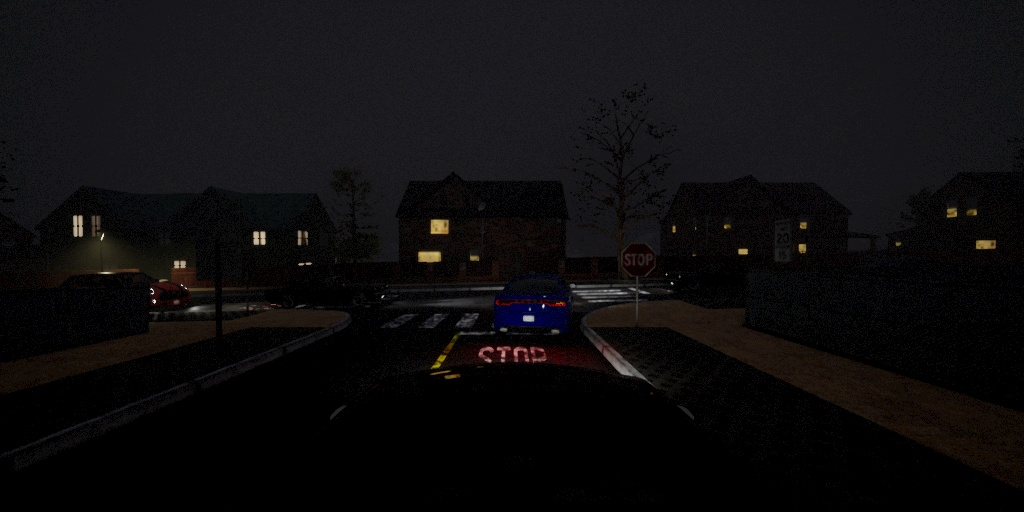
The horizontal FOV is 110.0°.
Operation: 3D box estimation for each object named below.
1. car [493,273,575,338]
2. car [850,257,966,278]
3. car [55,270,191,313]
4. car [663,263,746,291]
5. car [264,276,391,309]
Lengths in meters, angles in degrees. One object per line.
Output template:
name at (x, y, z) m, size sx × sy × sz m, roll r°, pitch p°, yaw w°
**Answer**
car at (0.787, 1.226, 10.331) m, size 1.882 × 1.535 × 5.008 m, roll 0°, pitch 0°, yaw 10°
car at (20.057, 0.754, 18.501) m, size 5.357 × 1.411 × 2.033 m, roll -1°, pitch 1°, yaw 0°
car at (-16.798, 1.471, 15.533) m, size 4.553 × 1.767 × 2.097 m, roll -1°, pitch 1°, yaw 0°
car at (10.412, 1.034, 18.465) m, size 4.718 × 1.301 × 1.895 m, roll -1°, pitch 1°, yaw -1°
car at (-7.811, 1.506, 15.540) m, size 4.718 × 1.301 × 1.895 m, roll -1°, pitch 1°, yaw 0°
